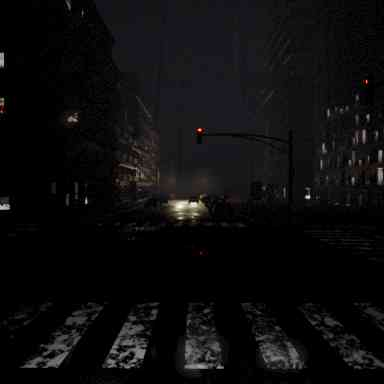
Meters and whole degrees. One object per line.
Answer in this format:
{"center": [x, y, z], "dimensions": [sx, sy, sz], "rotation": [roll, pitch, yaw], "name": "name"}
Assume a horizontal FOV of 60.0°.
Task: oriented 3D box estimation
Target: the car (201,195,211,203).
{"center": [2.862, 1.353, 69.420], "dimensions": [1.967, 1.590, 4.097], "rotation": [-1, 0, 0], "name": "car"}

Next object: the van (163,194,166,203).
{"center": [-5.546, 1.287, 52.475], "dimensions": [1.690, 1.788, 3.998], "rotation": [-1, 0, 0], "name": "van"}

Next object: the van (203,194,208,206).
{"center": [2.785, 1.295, 46.837], "dimensions": [1.690, 1.788, 3.998], "rotation": [-1, 0, 0], "name": "van"}

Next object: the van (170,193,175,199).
{"center": [-5.476, 1.242, 75.060], "dimensions": [1.690, 1.788, 3.998], "rotation": [-1, 0, 0], "name": "van"}

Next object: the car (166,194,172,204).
{"center": [-5.508, 1.470, 63.767], "dimensions": [1.887, 1.381, 4.507], "rotation": [-1, 0, 0], "name": "car"}

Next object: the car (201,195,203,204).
{"center": [2.805, 1.490, 52.483], "dimensions": [1.887, 1.381, 4.507], "rotation": [-1, 0, 0], "name": "car"}

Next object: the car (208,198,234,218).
{"center": [2.736, 1.522, 29.899], "dimensions": [1.887, 1.381, 4.507], "rotation": [-1, 0, 0], "name": "car"}

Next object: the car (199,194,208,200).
{"center": [2.944, 1.313, 86.357], "dimensions": [1.967, 1.590, 4.097], "rotation": [-1, 0, 0], "name": "car"}

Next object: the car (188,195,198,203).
{"center": [0.241, 1.426, 71.018], "dimensions": [2.128, 1.511, 4.902], "rotation": [0, 0, 0], "name": "car"}

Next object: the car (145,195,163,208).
{"center": [-5.559, 1.520, 46.829], "dimensions": [1.947, 1.339, 4.313], "rotation": [-1, 0, 0], "name": "car"}

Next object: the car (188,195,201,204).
{"center": [0.285, 1.435, 60.817], "dimensions": [1.837, 1.490, 4.892], "rotation": [0, 0, 0], "name": "car"}

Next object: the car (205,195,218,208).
{"center": [2.752, 1.410, 35.545], "dimensions": [1.967, 1.590, 4.097], "rotation": [-1, 0, 0], "name": "car"}
